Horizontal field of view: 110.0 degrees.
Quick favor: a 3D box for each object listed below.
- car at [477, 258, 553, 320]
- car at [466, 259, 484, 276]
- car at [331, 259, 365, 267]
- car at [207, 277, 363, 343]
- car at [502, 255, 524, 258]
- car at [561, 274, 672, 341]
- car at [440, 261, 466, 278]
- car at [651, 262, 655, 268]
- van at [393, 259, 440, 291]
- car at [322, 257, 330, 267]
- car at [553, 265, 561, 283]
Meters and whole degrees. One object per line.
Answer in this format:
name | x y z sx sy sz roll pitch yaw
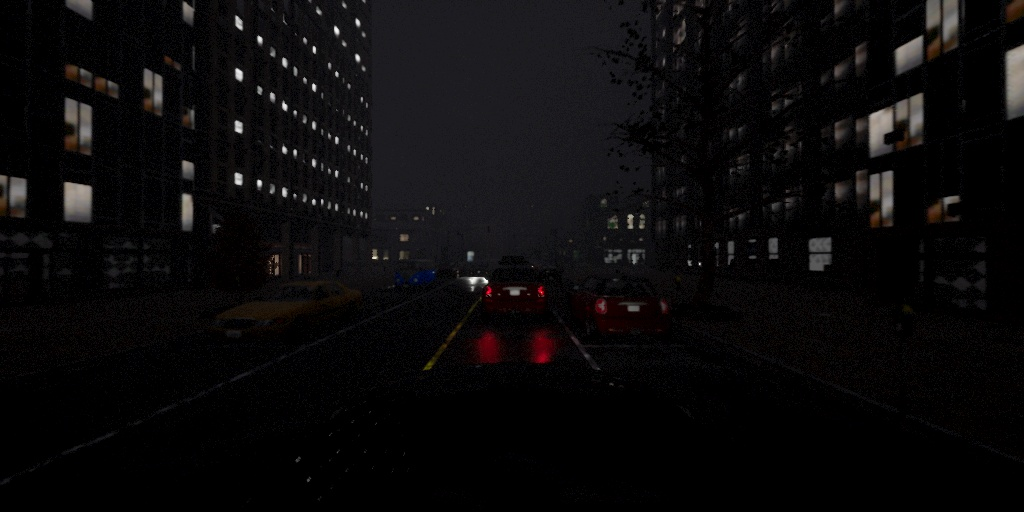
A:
car | 0.082 1.096 12.783 2.097 1.767 4.553 0 0 0
car | -3.085 1.288 35.448 1.994 1.385 4.181 0 0 0
car | -25.412 1.130 56.443 4.403 1.370 2.007 0 0 1
car | -5.690 1.270 9.732 1.751 1.417 4.829 0 0 0
car | 0.084 0.948 27.838 2.150 2.045 5.566 0 0 0
car | 2.690 1.184 9.886 1.967 1.591 4.097 0 0 0
car | -5.688 1.166 32.671 1.967 1.591 4.097 0 0 0
car | 23.646 1.388 55.649 4.207 1.307 1.802 0 0 1
van | -5.690 1.076 21.287 1.690 1.789 3.998 0 0 0
car | -30.948 0.870 56.528 5.009 1.841 2.192 0 0 1
car | 2.692 1.281 26.962 2.007 1.370 4.403 0 0 0
